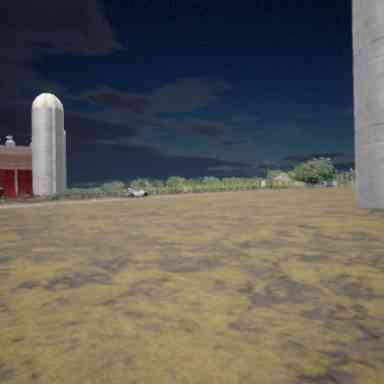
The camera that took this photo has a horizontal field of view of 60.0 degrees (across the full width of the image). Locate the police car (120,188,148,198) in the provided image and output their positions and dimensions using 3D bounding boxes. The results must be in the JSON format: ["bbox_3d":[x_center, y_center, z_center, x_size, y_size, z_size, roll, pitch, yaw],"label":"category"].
[{"bbox_3d":[-9.542,0.235,54.365,2.038,1.542,4.974,-1,1,36],"label":"police car"}]
